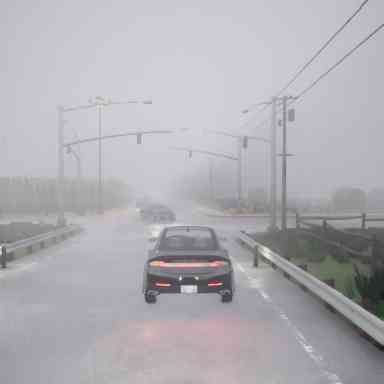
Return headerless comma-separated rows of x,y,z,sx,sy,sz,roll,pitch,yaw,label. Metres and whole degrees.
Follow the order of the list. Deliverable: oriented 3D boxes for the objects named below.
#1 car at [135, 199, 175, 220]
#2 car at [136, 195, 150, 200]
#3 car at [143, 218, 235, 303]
-3.050,1.681,27.908,1.837,1.490,4.892,-2,1,-27,car
-6.575,1.438,44.715,1.994,1.385,4.181,0,1,-7,car
-0.098,1.613,8.444,2.128,1.511,4.902,0,-2,-1,car
